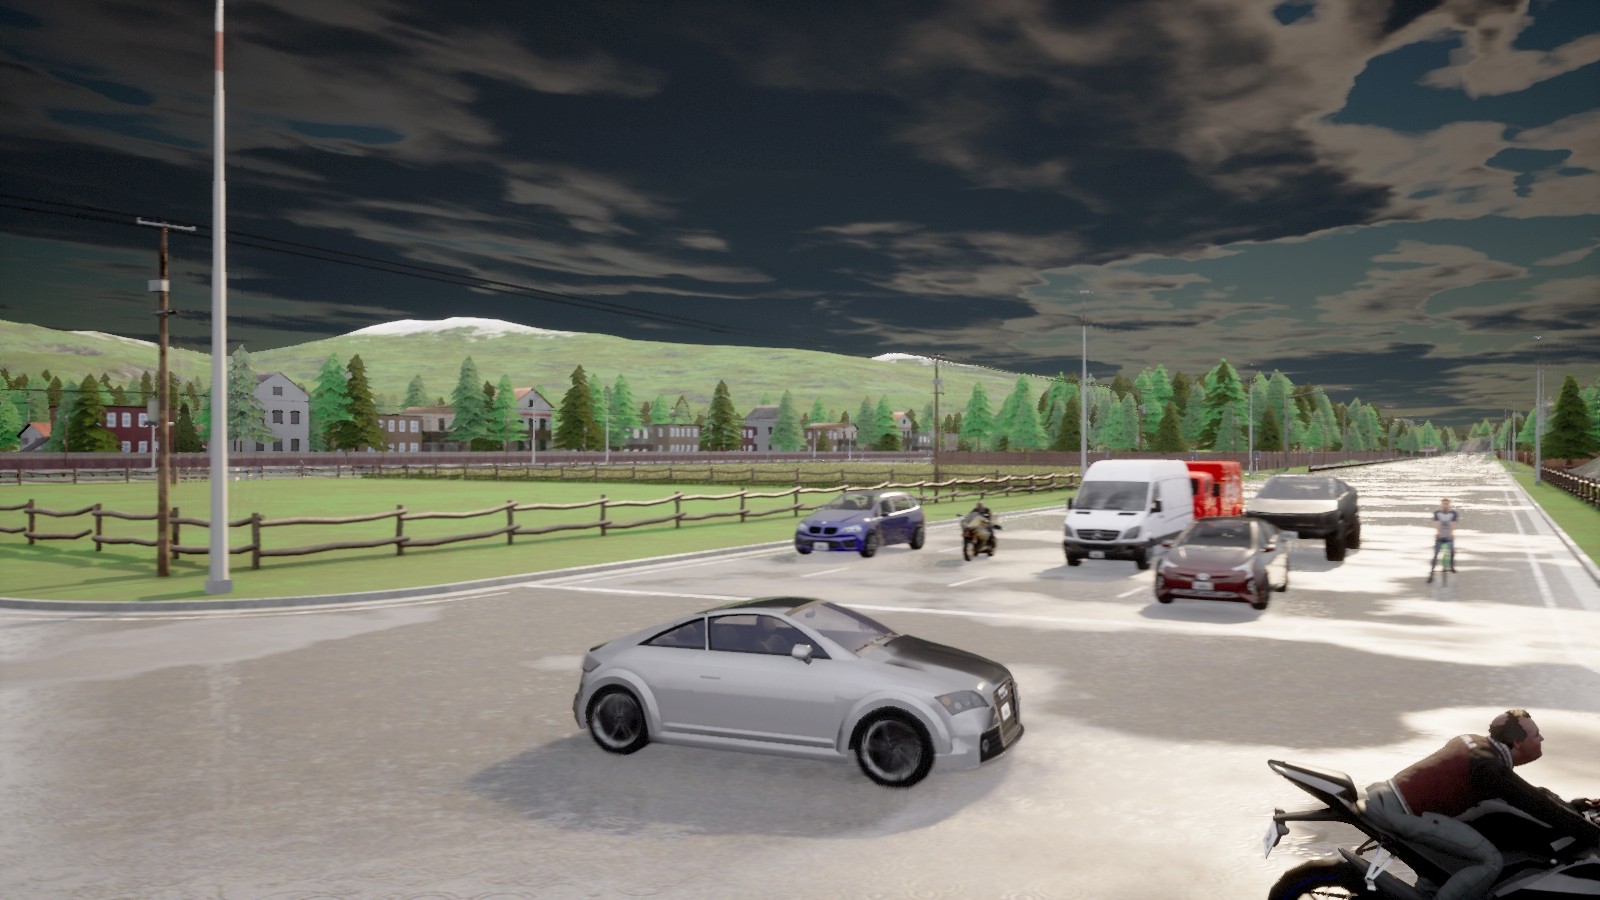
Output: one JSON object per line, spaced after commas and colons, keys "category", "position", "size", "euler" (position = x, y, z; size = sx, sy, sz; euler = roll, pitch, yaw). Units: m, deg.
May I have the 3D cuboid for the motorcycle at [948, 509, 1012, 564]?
{"category": "motorcycle", "position": [4.682, 2.214, 29.607], "size": [0.867, 1.251, 2.209], "euler": [0, 0, 31]}

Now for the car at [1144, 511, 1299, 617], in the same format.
{"category": "car", "position": [8.108, 2.047, 21.701], "size": [2.007, 1.525, 4.514], "euler": [0, 0, 30]}

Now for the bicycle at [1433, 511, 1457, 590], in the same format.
{"category": "bicycle", "position": [13.447, 2.064, 23.805], "size": [0.373, 1.496, 1.643], "euler": [0, 0, 31]}

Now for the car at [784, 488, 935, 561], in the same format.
{"category": "car", "position": [1.734, 1.976, 31.494], "size": [2.242, 1.667, 4.611], "euler": [0, 0, 31]}

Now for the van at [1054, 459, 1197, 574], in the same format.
{"category": "van", "position": [8.382, 1.543, 28.974], "size": [1.988, 2.561, 5.915], "euler": [0, 0, 31]}

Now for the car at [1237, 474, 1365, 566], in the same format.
{"category": "car", "position": [13.745, 1.764, 31.081], "size": [2.390, 2.098, 6.274], "euler": [0, 0, 31]}

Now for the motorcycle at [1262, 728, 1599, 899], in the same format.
{"category": "motorcycle", "position": [3.526, 2.207, 5.732], "size": [2.209, 1.251, 0.867], "euler": [0, 0, 20]}

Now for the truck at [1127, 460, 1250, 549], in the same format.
{"category": "truck", "position": [12.093, 1.577, 35.314], "size": [2.627, 2.467, 5.204], "euler": [0, 0, 30]}

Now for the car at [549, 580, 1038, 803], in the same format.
{"category": "car", "position": [-0.032, 2.121, 10.819], "size": [4.181, 1.385, 1.994], "euler": [0, 0, 22]}
